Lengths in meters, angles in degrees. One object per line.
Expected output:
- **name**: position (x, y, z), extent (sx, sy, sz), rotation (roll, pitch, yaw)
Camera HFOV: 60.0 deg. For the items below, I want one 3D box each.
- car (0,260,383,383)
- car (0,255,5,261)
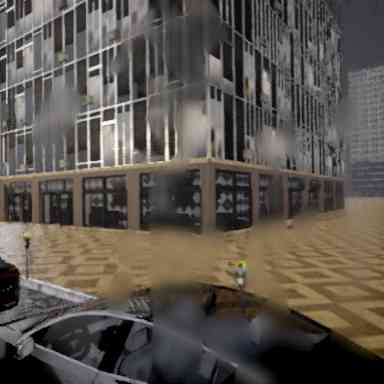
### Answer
- **car**: position (-0.378, 1.563, 3.122), extent (4.313, 1.339, 1.947), rotation (0, -1, 36)
- **car**: position (-5.018, 1.555, 6.431), extent (4.313, 1.339, 1.947), rotation (0, -1, 36)
